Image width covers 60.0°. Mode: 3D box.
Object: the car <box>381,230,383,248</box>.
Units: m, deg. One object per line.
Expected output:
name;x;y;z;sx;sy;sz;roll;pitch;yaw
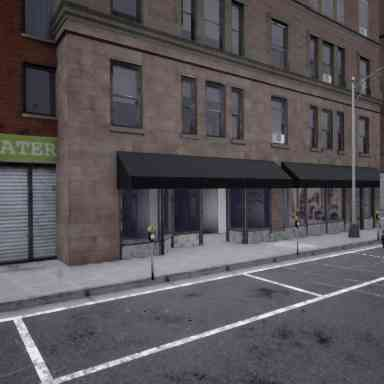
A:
car;9.185;1.540;13.088;4.507;1.381;1.887;0;-1;-35
